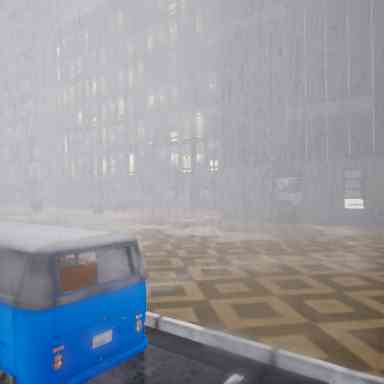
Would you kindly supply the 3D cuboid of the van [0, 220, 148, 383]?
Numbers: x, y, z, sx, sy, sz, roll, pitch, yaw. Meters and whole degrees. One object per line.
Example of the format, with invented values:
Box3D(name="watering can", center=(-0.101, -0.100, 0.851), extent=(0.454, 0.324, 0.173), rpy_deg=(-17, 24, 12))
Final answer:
Box3D(name="van", center=(-2.460, 1.341, 4.647), extent=(3.998, 1.788, 1.690), rpy_deg=(0, -1, 36))
